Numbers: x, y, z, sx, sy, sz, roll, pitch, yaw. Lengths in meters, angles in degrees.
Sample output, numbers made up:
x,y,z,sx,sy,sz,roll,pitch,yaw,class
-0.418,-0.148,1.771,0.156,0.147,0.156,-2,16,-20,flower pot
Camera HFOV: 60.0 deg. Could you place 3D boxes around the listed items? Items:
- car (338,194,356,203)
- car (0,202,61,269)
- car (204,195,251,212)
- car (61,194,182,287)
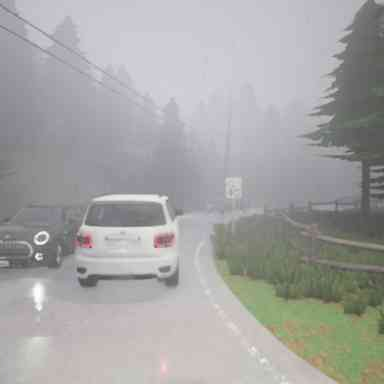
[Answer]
x,y,z,sx,sy,sz,roll,pitch,yaw,class
17.896,0.939,35.971,4.902,1.511,2.128,0,1,-32,car
-4.534,1.146,10.473,2.097,1.767,4.553,0,1,4,car
3.089,0.998,28.622,4.902,1.511,2.128,-1,1,-44,car
-1.433,1.056,8.990,2.150,2.045,5.566,0,1,-3,car
